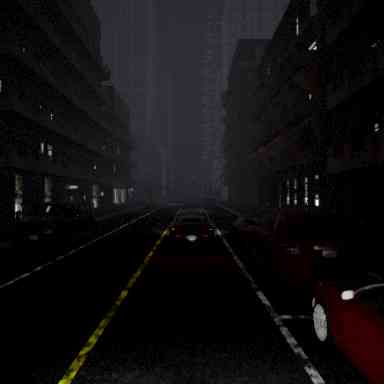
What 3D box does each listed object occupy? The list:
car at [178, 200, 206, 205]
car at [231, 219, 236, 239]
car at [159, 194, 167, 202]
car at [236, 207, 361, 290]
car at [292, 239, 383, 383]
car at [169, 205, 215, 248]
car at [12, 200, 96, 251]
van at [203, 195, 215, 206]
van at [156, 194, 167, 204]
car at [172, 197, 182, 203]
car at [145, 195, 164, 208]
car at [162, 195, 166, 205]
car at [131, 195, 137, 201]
[{"bbox_3d":[0.000,1.622,29.685,1.895,1.301,4.718,0,0,0],"label":"car"},{"bbox_3d":[2.704,1.584,14.485,1.802,1.307,4.206,1,0,0],"label":"car"},{"bbox_3d":[-5.644,1.576,58.755,1.947,1.339,4.313,1,0,0],"label":"car"},{"bbox_3d":[2.709,1.315,8.945,2.192,1.841,5.009,1,0,0],"label":"car"},{"bbox_3d":[2.704,1.543,3.404,1.887,1.381,4.507,1,0,0],"label":"car"},{"bbox_3d":[0.000,1.536,14.653,1.812,1.442,4.674,0,0,0],"label":"car"},{"bbox_3d":[-5.672,1.317,14.433,2.192,1.841,5.009,1,0,0],"label":"car"},{"bbox_3d":[2.708,1.350,53.268,1.690,1.788,3.998,1,0,0],"label":"van"},{"bbox_3d":[-5.809,1.352,64.296,1.690,1.788,3.998,1,0,0],"label":"van"},{"bbox_3d":[-3.004,1.616,67.304,2.033,1.411,5.357,0,0,0],"label":"car"},{"bbox_3d":[-5.643,1.559,47.675,2.008,1.369,4.403,1,0,0],"label":"car"},{"bbox_3d":[-5.644,1.591,53.216,1.802,1.307,4.206,1,0,0],"label":"car"},{"bbox_3d":[-16.491,1.511,86.942,4.097,1.590,1.967,0,-1,0],"label":"car"}]
